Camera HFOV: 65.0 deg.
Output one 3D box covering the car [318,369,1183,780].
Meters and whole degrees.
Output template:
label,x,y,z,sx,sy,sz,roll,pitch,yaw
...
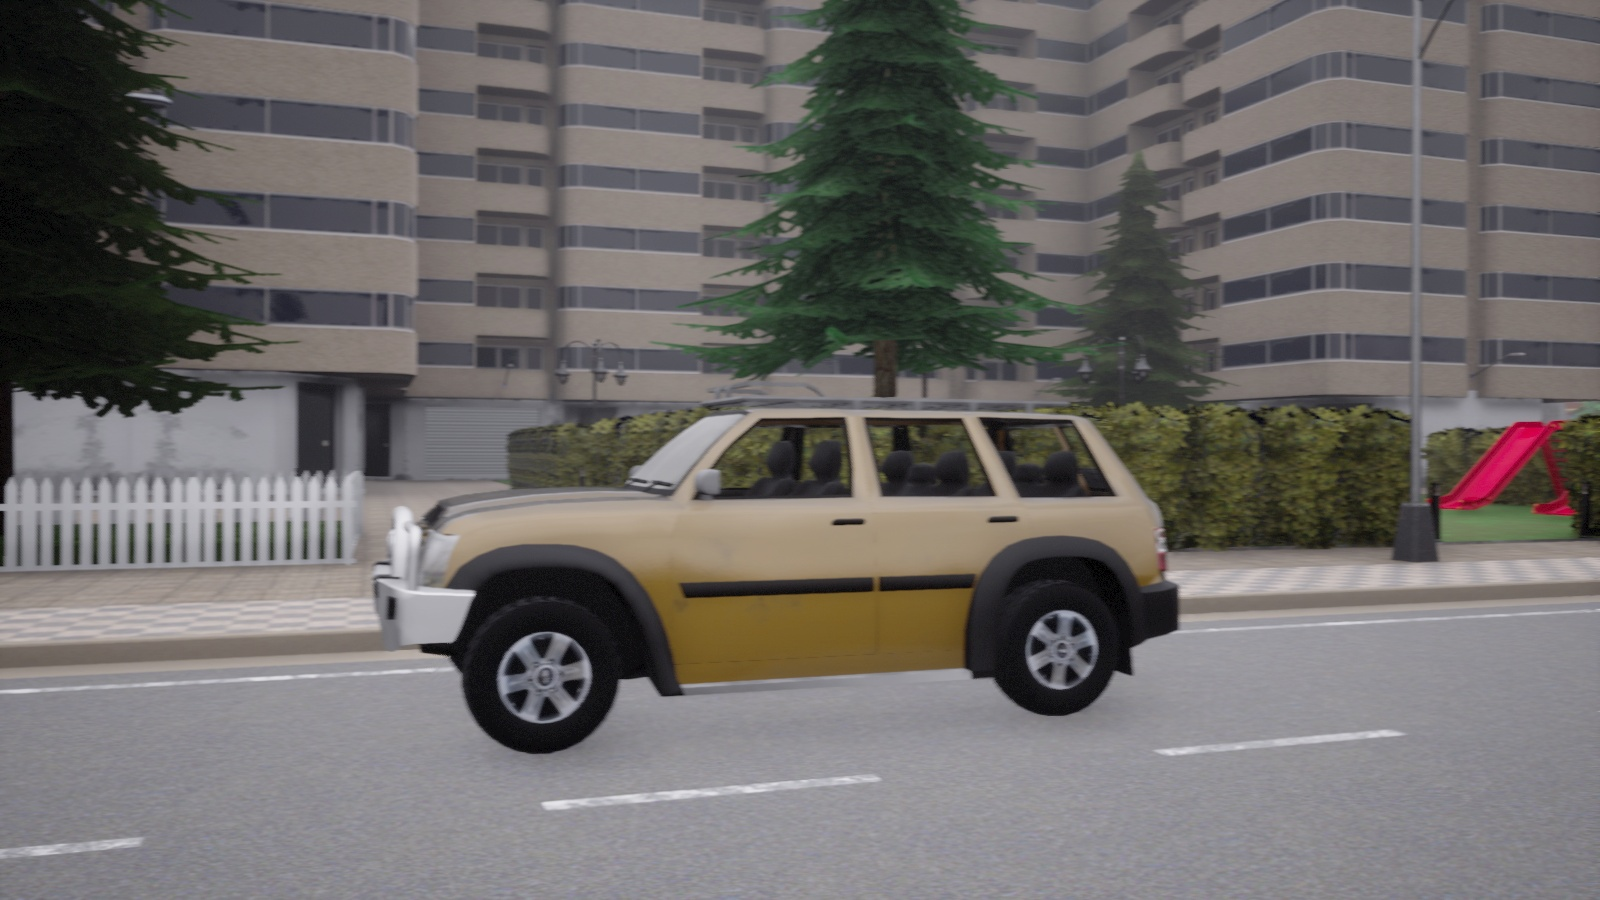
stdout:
label,x,y,z,sx,sy,sz,roll,pitch,yaw
car,-0.310,0.560,7.326,4.605,1.855,1.932,0,0,-19
